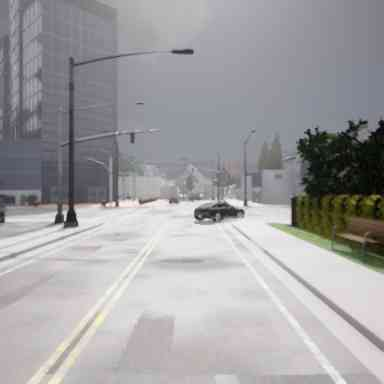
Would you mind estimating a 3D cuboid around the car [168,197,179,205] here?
[{"bbox_3d":[-3.506,1.626,64.337,1.882,1.535,5.008,0,0,0],"label":"car"}]

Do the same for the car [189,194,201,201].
[{"bbox_3d":[0.765,1.412,86.872,2.150,2.045,5.566,0,0,12],"label":"car"}]

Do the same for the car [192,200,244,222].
[{"bbox_3d":[2.283,1.570,26.690,1.837,1.490,4.892,-4,-3,44],"label":"car"}]
